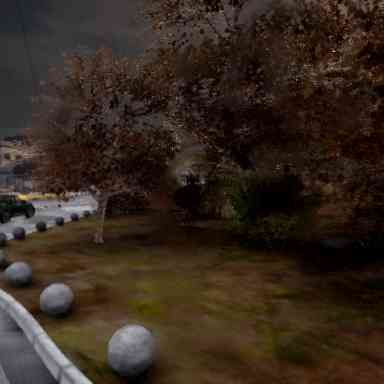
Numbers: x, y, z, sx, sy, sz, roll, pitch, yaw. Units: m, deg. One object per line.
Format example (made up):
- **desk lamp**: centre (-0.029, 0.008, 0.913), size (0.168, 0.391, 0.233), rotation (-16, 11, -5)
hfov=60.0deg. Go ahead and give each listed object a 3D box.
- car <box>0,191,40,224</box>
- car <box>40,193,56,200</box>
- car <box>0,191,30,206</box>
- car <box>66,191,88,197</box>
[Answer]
- **car**: centre (-14.372, 1.226, 25.608), size (2.150, 2.045, 5.566), rotation (0, 2, 2)
- **car**: centre (-23.028, 0.525, 49.259), size (1.946, 1.575, 5.366), rotation (0, 3, 11)
- **car**: centre (-24.091, 0.775, 43.845), size (1.946, 1.575, 5.366), rotation (0, 3, 11)
- **car**: centre (-20.866, -0.229, 60.361), size (2.435, 2.045, 5.566), rotation (0, 3, 11)
